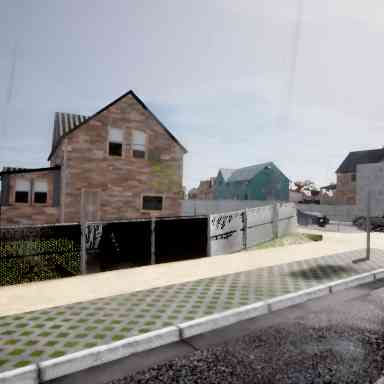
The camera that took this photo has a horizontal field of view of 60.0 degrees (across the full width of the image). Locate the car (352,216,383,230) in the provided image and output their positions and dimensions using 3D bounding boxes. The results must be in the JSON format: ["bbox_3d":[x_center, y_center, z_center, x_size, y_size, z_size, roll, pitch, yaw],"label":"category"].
[{"bbox_3d":[12.466,1.783,21.035,1.994,1.385,4.181,3,-2,-37],"label":"car"}]

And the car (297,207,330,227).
[{"bbox_3d":[7.578,1.724,23.589,1.994,1.385,4.181,3,-2,-28],"label":"car"}]
